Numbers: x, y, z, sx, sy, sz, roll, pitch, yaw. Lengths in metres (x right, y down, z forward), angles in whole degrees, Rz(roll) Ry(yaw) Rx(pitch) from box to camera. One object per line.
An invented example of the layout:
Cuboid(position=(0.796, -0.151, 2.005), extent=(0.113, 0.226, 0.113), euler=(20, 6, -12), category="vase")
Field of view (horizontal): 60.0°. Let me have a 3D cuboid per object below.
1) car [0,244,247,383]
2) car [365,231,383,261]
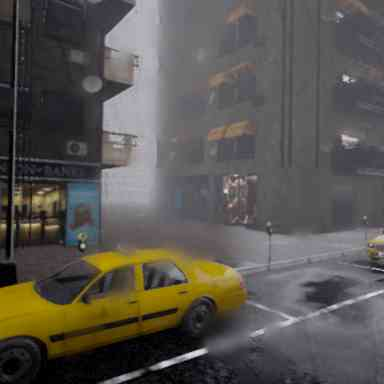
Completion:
Cuboid(position=(-1.289, 1.545, 5.168), extent=(4.829, 1.417, 1.752), euler=(1, 0, -36), category="car")
Cuboid(position=(7.942, 1.669, 11.757), extent=(4.829, 1.417, 1.752), euler=(1, 0, -36), category="car")
